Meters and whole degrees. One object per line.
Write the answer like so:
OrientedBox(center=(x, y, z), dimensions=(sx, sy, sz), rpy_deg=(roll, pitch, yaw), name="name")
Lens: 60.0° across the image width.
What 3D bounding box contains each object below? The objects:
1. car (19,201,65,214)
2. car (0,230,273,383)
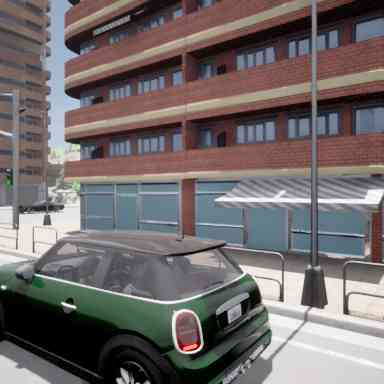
OrientedBox(center=(-16.269, 1.601, 35.696), dimensions=(1.895, 1.301, 4.718), rpy_deg=(0, 0, 36), name="car")
OrientedBox(center=(-1.261, 1.352, 4.892), dimensions=(4.553, 1.767, 2.097), rpy_deg=(0, 0, 36), name="car")
